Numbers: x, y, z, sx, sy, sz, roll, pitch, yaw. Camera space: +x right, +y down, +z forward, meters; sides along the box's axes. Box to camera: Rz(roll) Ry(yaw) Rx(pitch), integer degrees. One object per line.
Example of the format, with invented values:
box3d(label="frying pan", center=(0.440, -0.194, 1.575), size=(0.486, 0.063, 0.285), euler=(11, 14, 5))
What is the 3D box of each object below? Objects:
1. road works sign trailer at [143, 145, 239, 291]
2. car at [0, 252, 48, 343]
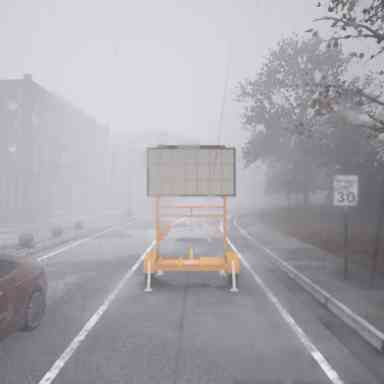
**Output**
box3d(label="road works sign trailer", center=(-0.018, 0.524, 9.139), size=(2.380, 3.560, 2.880), euler=(0, 0, 0))
box3d(label="car", center=(-3.475, 1.553, 4.204), size=(1.812, 1.442, 4.674), euler=(0, 0, 0))
